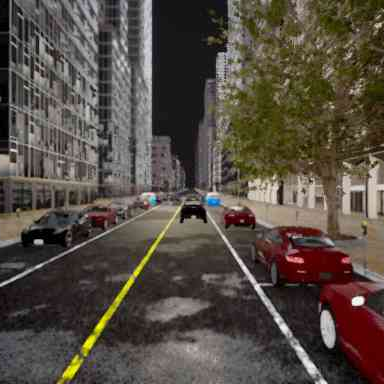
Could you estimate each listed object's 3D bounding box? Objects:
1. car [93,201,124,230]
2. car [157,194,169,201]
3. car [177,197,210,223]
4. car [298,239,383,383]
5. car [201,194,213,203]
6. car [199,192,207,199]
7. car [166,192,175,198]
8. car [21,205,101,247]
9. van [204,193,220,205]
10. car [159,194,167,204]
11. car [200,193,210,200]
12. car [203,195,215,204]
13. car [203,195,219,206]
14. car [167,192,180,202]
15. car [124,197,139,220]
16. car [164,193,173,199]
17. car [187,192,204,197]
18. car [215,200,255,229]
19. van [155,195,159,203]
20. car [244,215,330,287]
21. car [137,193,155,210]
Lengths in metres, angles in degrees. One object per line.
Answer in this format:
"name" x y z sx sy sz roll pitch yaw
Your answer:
"car" -5.682 1.411 20.185 1.887 1.381 4.507 1 0 0
"car" -5.680 1.065 65.588 1.887 1.381 4.507 1 0 0
"car" 0.099 1.345 24.186 1.837 1.490 4.892 0 1 0
"car" 2.697 1.524 3.140 1.887 1.381 4.507 1 0 0
"car" 2.700 1.133 59.882 1.947 1.339 4.313 1 0 0
"car" 2.702 0.823 81.734 1.967 1.590 4.097 1 1 0
"car" -5.678 0.773 87.339 1.967 1.590 4.097 1 1 0
"car" -5.683 1.471 14.511 1.947 1.339 4.313 1 0 0
"van" 2.702 1.041 42.859 1.690 1.788 3.998 1 0 0
"car" -5.681 1.177 54.237 1.947 1.339 4.313 1 0 0
"car" 2.700 1.030 70.580 2.008 1.369 4.403 1 0 0
"car" 2.699 1.194 54.209 1.802 1.307 4.206 1 0 0
"car" 2.699 1.207 48.535 2.008 1.369 4.403 1 0 0
"car" -3.036 1.109 60.580 2.033 1.411 5.357 0 0 1
"car" -5.682 1.377 25.863 2.008 1.369 4.403 1 0 0
"car" -5.680 0.965 81.767 1.802 1.307 4.206 1 0 0
"car" 0.100 1.060 41.731 2.097 1.767 4.553 0 0 0
"car" 2.699 1.412 20.162 1.887 1.381 4.507 1 0 0
"van" -5.679 1.040 42.886 1.690 1.788 3.998 1 0 0
"car" 2.698 1.525 8.813 1.802 1.307 4.206 1 0 0
"car" -5.680 1.183 37.211 1.967 1.590 4.097 1 0 0
